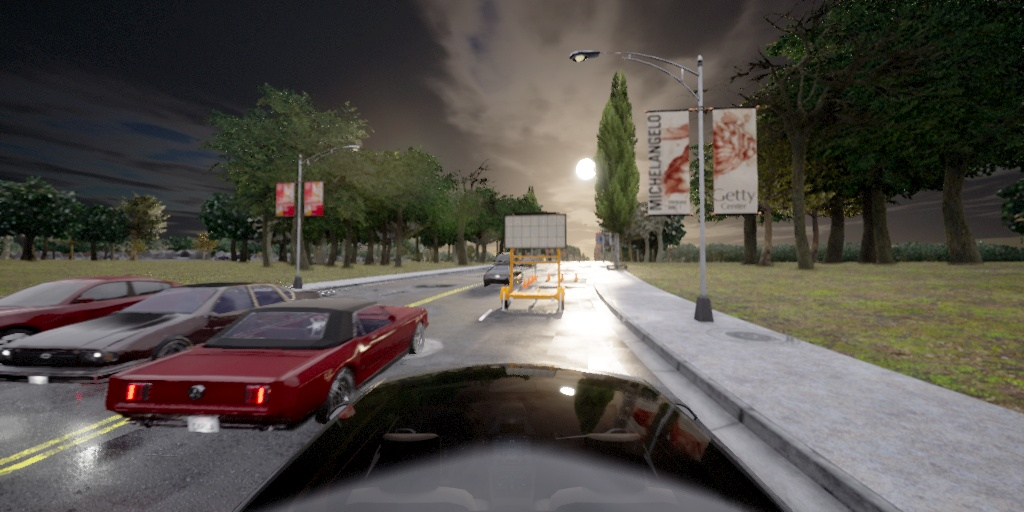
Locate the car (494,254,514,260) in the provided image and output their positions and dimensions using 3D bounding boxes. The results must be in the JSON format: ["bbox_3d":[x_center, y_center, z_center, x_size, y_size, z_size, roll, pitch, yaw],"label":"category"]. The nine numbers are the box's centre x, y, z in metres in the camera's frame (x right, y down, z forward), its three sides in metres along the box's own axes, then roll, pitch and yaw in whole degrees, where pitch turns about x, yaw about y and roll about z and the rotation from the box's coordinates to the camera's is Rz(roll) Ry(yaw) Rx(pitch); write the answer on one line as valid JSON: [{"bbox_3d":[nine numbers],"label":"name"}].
[{"bbox_3d":[-1.032,0.722,51.038,2.150,2.045,5.566,0,0,13],"label":"car"}]

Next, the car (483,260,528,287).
[{"bbox_3d":[-0.457,1.176,23.282,1.994,1.385,4.181,0,0,11],"label":"car"}]

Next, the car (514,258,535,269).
[{"bbox_3d":[2.050,0.988,49.938,1.837,1.490,4.892,0,0,13],"label":"car"}]

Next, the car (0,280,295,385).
[{"bbox_3d":[-6.197,1.269,7.491,2.033,1.411,5.357,0,0,4],"label":"car"}]

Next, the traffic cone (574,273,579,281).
[{"bbox_3d":[4.720,1.516,26.382,0.340,0.580,0.340,0,0,10],"label":"traffic cone"}]

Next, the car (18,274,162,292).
[{"bbox_3d":[-9.373,1.202,7.889,1.882,1.535,5.008,0,0,5],"label":"car"}]

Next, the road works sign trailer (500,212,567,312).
[{"bbox_3d":[0.915,0.130,13.844,2.380,3.560,2.880,0,0,10],"label":"road works sign trailer"}]

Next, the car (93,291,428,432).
[{"bbox_3d":[-2.840,1.329,5.683,1.895,1.301,4.718,0,0,4],"label":"car"}]
